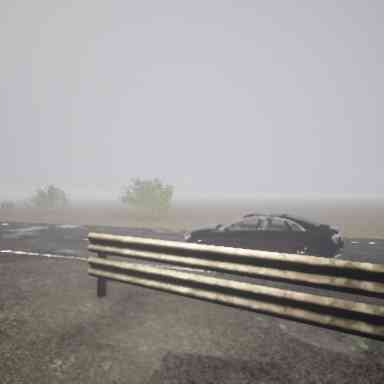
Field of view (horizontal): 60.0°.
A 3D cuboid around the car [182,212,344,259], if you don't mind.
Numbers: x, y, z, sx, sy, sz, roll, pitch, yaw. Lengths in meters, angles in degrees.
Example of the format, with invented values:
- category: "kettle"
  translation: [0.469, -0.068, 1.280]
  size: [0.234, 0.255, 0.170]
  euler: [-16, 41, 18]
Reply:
- category: "car"
  translation: [2.049, 1.398, 10.365]
  size: [4.902, 1.511, 2.128]
  euler: [0, 0, 23]
